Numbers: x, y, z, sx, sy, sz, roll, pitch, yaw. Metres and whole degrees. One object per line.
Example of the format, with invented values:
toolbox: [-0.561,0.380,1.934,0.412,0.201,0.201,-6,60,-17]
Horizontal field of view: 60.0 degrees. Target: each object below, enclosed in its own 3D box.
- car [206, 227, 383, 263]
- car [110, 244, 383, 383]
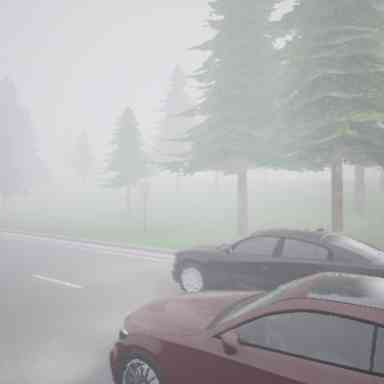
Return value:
car: [1.836,1.487,6.980,5.008,1.535,1.882,0,0,35]
car: [1.285,1.528,3.074,4.674,1.442,1.812,0,0,35]
